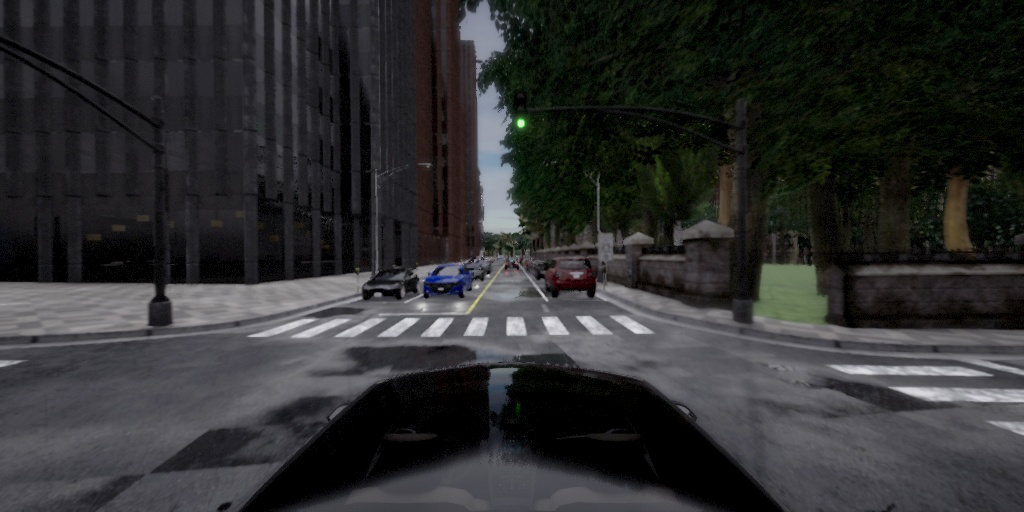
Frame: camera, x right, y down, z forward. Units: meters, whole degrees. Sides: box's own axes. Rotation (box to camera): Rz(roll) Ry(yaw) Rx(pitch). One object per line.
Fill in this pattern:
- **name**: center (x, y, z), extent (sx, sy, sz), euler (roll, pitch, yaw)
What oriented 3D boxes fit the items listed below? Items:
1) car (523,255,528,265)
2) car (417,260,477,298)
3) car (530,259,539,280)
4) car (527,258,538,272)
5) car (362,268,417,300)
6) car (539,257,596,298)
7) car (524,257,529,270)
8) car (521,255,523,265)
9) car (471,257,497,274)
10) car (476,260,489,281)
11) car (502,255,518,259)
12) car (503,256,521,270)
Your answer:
- **car**: center (2.735, 0.983, 44.927), extent (1.967, 1.591, 4.097), euler (0, 0, 0)
- **car**: center (-3.110, 1.170, 18.244), extent (1.882, 1.535, 5.008), euler (-1, 0, 0)
- **car**: center (2.745, 1.163, 28.557), extent (1.948, 1.339, 4.313), euler (0, 0, 0)
- **car**: center (2.742, 1.130, 34.013), extent (2.007, 1.370, 4.403), euler (0, 0, 0)
- **car**: center (-5.773, 1.287, 17.631), extent (1.948, 1.339, 4.313), euler (0, 0, 0)
- **car**: center (2.752, 0.948, 17.645), extent (2.192, 1.841, 5.009), euler (0, 0, 0)
- **car**: center (2.739, 1.112, 39.470), extent (2.007, 1.370, 4.403), euler (0, 0, 0)
- **car**: center (2.732, 0.966, 50.383), extent (1.967, 1.591, 4.097), euler (0, 0, 0)
- **car**: center (-3.114, 1.118, 38.254), extent (2.128, 1.511, 4.902), euler (-1, 0, 0)
- **car**: center (-3.115, 1.223, 28.209), extent (1.994, 1.385, 4.181), euler (-1, 0, 0)
- **car**: center (-0.044, 0.883, 57.731), extent (2.097, 1.767, 4.553), euler (-1, 0, 0)
- **car**: center (-0.036, 1.089, 47.756), extent (1.812, 1.442, 4.674), euler (-1, 0, 0)
